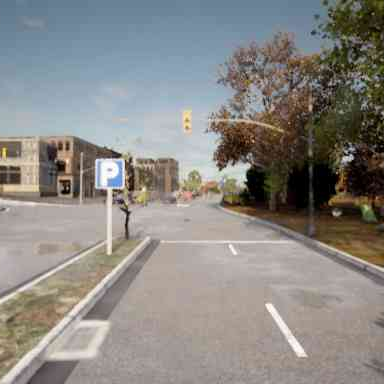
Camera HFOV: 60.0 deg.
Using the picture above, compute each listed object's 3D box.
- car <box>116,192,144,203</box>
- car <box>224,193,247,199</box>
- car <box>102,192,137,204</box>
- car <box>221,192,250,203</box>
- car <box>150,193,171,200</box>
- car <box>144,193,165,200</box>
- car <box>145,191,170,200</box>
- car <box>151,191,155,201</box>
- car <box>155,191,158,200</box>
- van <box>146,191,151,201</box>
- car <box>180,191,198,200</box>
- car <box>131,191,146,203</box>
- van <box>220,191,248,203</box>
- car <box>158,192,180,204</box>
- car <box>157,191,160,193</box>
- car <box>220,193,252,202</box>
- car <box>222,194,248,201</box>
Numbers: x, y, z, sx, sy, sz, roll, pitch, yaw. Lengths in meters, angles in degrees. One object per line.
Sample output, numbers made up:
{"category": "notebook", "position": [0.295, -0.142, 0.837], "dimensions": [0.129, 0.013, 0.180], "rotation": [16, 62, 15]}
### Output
{"category": "car", "position": [-10.846, 0.982, 58.117], "dimensions": [4.553, 1.767, 2.185], "rotation": [-1, 0, -14]}
{"category": "car", "position": [10.570, 0.954, 81.282], "dimensions": [5.008, 1.535, 2.097], "rotation": [0, 0, -11]}
{"category": "car", "position": [-11.571, 1.165, 52.172], "dimensions": [4.792, 1.488, 2.163], "rotation": [-1, 0, -15]}
{"category": "car", "position": [7.527, 0.930, 57.778], "dimensions": [4.553, 1.767, 2.185], "rotation": [0, 0, -14]}
{"category": "car", "position": [-7.776, 1.020, 82.099], "dimensions": [5.008, 1.535, 2.097], "rotation": [-1, 0, -12]}
{"category": "car", "position": [-8.634, 1.082, 76.112], "dimensions": [4.674, 1.452, 2.002], "rotation": [-1, 0, -12]}
{"category": "car", "position": [-8.191, 0.779, 79.119], "dimensions": [5.566, 2.045, 2.435], "rotation": [-1, 0, -12]}
{"category": "car", "position": [-10.167, 1.087, 64.130], "dimensions": [4.892, 1.521, 2.231], "rotation": [-1, 0, -14]}
{"category": "car", "position": [-9.801, 1.114, 67.126], "dimensions": [4.674, 1.452, 2.002], "rotation": [-1, 0, -13]}
{"category": "van", "position": [-10.388, 0.869, 61.157], "dimensions": [4.442, 1.987, 1.878], "rotation": [-1, 0, -14]}
{"category": "car", "position": [-0.643, 0.738, 77.175], "dimensions": [2.150, 2.045, 5.566], "rotation": [0, 0, 8]}
{"category": "car", "position": [-10.933, 1.111, 55.165], "dimensions": [5.366, 1.575, 1.946], "rotation": [-1, 0, -15]}
{"category": "van", "position": [7.150, 0.841, 54.808], "dimensions": [4.442, 1.987, 1.878], "rotation": [1, 1, -14]}
{"category": "car", "position": [-3.586, 1.159, 51.933], "dimensions": [1.837, 1.490, 4.892], "rotation": [0, 1, 5]}
{"category": "car", "position": [-9.436, 1.104, 70.129], "dimensions": [4.674, 1.452, 2.002], "rotation": [-1, 0, -13]}
{"category": "car", "position": [8.056, 1.042, 60.774], "dimensions": [5.366, 1.575, 1.946], "rotation": [1, 0, -13]}
{"category": "car", "position": [8.558, 1.058, 66.614], "dimensions": [4.674, 1.452, 2.002], "rotation": [1, 0, -13]}
